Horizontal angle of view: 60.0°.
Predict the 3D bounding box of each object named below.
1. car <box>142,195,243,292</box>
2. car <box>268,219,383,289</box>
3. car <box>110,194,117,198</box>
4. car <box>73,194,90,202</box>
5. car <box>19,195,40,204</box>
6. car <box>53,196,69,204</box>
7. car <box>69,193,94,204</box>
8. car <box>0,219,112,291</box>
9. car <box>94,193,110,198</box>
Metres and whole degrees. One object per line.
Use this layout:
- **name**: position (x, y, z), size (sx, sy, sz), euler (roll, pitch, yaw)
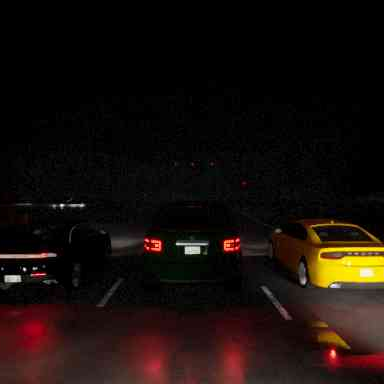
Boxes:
- **car**: position (-0.011, 1.213, 9.089), size (2.150, 2.045, 5.566), euler (0, 0, 0)
- **car**: position (3.477, 1.469, 9.143), size (1.882, 1.535, 5.008), euler (0, 0, 0)
- **car**: position (-18.747, 1.199, 77.529), size (2.033, 1.411, 5.357), euler (0, 0, -1)
- **car**: position (-22.062, 1.195, 66.796), size (1.882, 1.535, 5.008), euler (0, 0, -1)
- **car**: position (-28.974, 1.234, 59.504), size (1.882, 1.535, 5.008), euler (0, 0, 0)
- **car**: position (-21.956, 1.337, 56.492), size (1.994, 1.385, 4.181), euler (0, 0, -1)
- **car**: position (-18.453, 1.342, 55.557), size (1.994, 1.385, 4.181), euler (0, 0, -1)
- **car**: position (-3.519, 1.483, 8.945), size (2.128, 1.511, 4.902), euler (0, 0, 0)
- **car**: position (-18.566, 1.071, 67.028), size (2.097, 1.767, 4.553), euler (0, 0, -1)
